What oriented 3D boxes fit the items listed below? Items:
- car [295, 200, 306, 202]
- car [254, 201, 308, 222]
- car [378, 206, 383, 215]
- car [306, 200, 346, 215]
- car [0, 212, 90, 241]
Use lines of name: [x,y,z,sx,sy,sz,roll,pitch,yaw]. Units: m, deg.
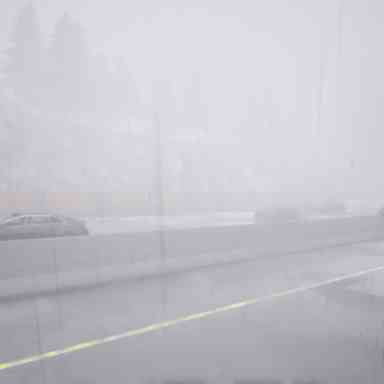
car: [13.104,1.709,39.951,4.892,1.490,1.837,1,0,-38]
car: [6.832,1.689,26.307,4.181,1.385,1.994,0,0,-37]
car: [19.493,1.714,31.637,4.892,1.490,1.837,1,0,-38]
car: [15.263,1.682,37.199,5.008,1.535,1.882,1,0,-38]
car: [-6.348,1.502,12.370,4.902,1.511,2.128,0,0,-36]
